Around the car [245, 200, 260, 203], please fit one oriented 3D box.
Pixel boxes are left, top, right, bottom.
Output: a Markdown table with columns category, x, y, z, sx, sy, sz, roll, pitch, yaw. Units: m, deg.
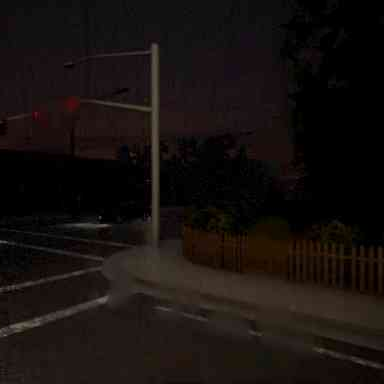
| category | x | y | z | sx | sy | sz | roll | pitch | yaw |
| --- | --- | --- | --- | --- | --- | --- | --- | --- | --- |
| car | 8.039 | 1.669 | 44.668 | 1.895 | 1.301 | 4.718 | 0 | 0 | 36 |

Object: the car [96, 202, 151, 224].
| category | x | y | z | sx | sy | sz | roll | pitch | yaw |
| --- | --- | --- | --- | --- | --- | --- | --- | --- | --- |
| car | -5.246 | 1.569 | 25.986 | 1.837 | 1.490 | 4.892 | 0 | 1 | 35 |
